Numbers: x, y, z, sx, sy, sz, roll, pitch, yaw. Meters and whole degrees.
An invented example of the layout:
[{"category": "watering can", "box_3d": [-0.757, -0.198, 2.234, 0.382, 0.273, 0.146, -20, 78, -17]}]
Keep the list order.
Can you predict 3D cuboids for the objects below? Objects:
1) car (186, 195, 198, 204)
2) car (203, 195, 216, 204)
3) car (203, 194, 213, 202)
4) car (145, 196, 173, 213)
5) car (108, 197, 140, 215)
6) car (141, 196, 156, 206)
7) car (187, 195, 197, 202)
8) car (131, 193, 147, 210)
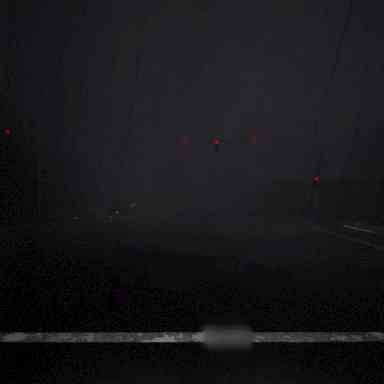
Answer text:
[{"category": "car", "box_3d": [-0.010, 1.505, 63.678, 1.837, 1.490, 4.892, 0, 0, 0]}, {"category": "car", "box_3d": [3.595, 1.547, 64.145, 2.033, 1.411, 5.357, 0, 0, 0]}, {"category": "car", "box_3d": [3.491, 1.355, 74.367, 2.097, 1.767, 4.553, 0, 0, 0]}, {"category": "car", "box_3d": [-3.604, 1.491, 37.608, 2.128, 1.511, 4.902, 0, 0, 0]}, {"category": "car", "box_3d": [-7.105, 1.547, 34.172, 2.033, 1.411, 5.357, 0, 0, 0]}, {"category": "car", "box_3d": [-7.098, 1.505, 54.753, 1.837, 1.490, 4.892, 0, 0, 0]}, {"category": "car", "box_3d": [-0.011, 1.413, 73.788, 1.994, 1.385, 4.181, 0, 0, 0]}, {"category": "car", "box_3d": [-7.107, 1.221, 44.360, 2.150, 2.045, 5.566, 0, 0, 0]}]
